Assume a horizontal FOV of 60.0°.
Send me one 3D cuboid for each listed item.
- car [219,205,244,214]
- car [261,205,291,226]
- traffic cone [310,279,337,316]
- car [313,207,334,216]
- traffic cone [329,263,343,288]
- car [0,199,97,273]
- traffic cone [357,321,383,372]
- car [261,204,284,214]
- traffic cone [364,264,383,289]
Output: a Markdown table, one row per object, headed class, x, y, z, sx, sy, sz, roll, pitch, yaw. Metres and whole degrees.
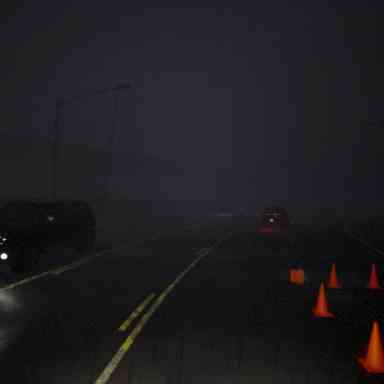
| class | x | y | z | sx | sy | sz | roll | pitch | yaw |
| --- | --- | --- | --- | --- | --- | --- | --- | --- | --- |
| car | 5.740 | 2.499 | 48.307 | 1.895 | 1.301 | 4.718 | 0 | -2 | 32 |
| car | 6.882 | 1.905 | 27.137 | 1.837 | 1.490 | 4.892 | 0 | -1 | 22 |
| traffic cone | 2.526 | 2.062 | 6.467 | 0.340 | 0.580 | 0.340 | 1 | -1 | 2 |
| car | 20.010 | 2.903 | 50.296 | 1.895 | 1.301 | 4.718 | 0 | -3 | 37 |
| traffic cone | 3.588 | 2.095 | 8.436 | 0.340 | 0.580 | 0.340 | 1 | -1 | 2 |
| car | -5.311 | 1.283 | 11.395 | 2.150 | 2.045 | 5.566 | 1 | -1 | 11 |
| traffic cone | 2.464 | 2.041 | 4.467 | 0.340 | 0.580 | 0.340 | 1 | 0 | 2 |
| car | 12.680 | 2.731 | 52.366 | 1.812 | 1.442 | 4.674 | 0 | -3 | 36 |
| traffic cone | 4.587 | 2.108 | 8.404 | 0.340 | 0.580 | 0.340 | 1 | -1 | 2 |
